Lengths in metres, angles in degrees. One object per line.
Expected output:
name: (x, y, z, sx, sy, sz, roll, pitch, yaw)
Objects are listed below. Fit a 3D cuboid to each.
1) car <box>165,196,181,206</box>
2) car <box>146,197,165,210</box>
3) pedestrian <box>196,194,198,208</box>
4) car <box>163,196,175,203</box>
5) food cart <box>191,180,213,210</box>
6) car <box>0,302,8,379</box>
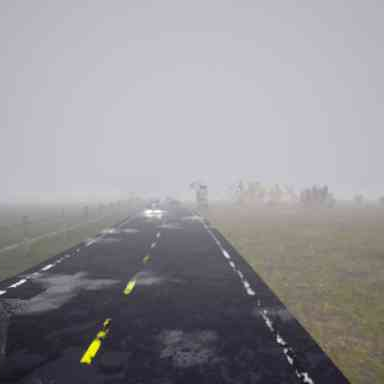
car: (-2.704, 1.492, 51.247, 1.895, 1.301, 4.718, 0, 0, -6)
car: (-4.718, 1.391, 41.667, 2.128, 1.511, 4.902, 0, 0, -5)
pedestrian: (0.742, 1.185, 44.569, 0.375, 1.860, 0.375, 1, -1, -3)
car: (-4.620, 1.440, 66.963, 2.033, 1.411, 5.357, 0, 0, -8)
food cart: (1.193, 0.367, 42.582, 2.280, 3.560, 4.660, -1, -1, -5)
car: (-2.885, 1.500, 1.650, 1.837, 1.490, 4.892, 0, 0, 0)
